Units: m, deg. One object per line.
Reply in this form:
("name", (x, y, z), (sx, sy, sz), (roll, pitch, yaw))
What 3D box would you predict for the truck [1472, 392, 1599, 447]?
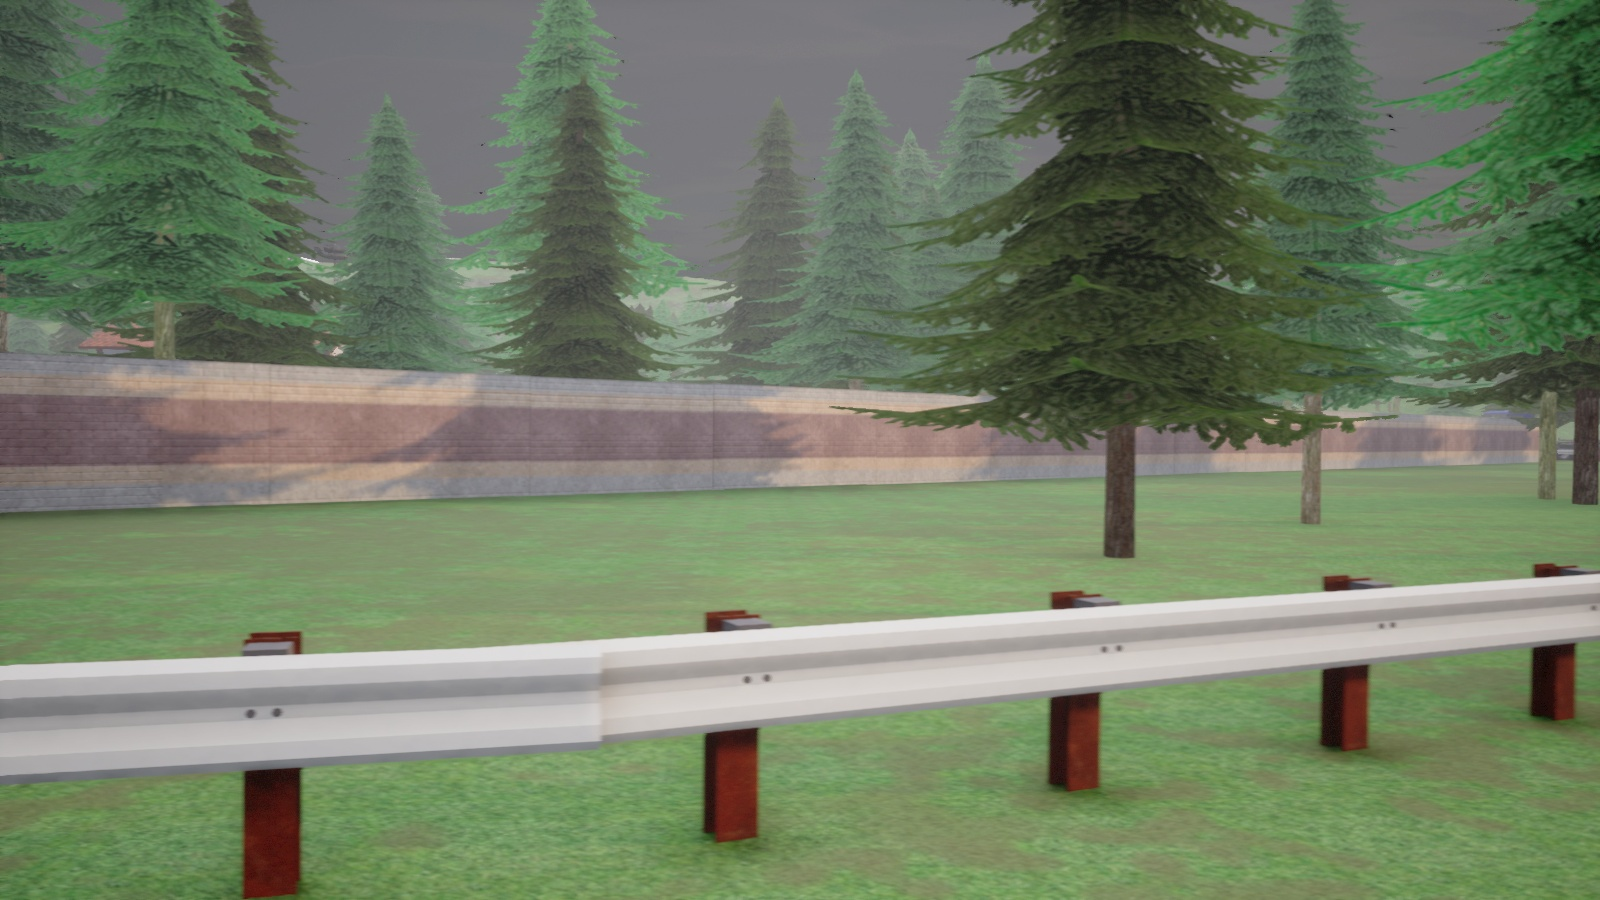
("truck", (48.533, -1.994, 81.845), (7.936, 3.462, 2.891), (-1, 1, -2))
